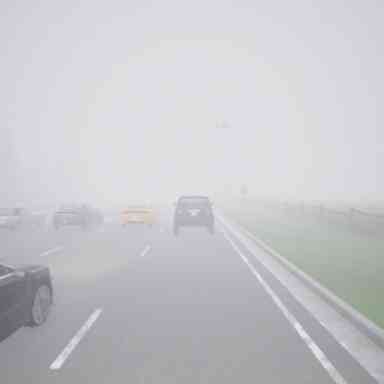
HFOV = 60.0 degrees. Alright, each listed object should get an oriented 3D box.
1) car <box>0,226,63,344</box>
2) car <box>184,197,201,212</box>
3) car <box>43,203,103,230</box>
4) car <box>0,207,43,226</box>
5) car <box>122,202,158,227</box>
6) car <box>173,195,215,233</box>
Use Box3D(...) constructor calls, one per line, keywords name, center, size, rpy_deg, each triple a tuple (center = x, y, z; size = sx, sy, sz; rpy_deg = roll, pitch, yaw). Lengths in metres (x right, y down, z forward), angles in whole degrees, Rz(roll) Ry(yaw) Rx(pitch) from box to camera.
Box3D(name="car", center=(-3.400, 1.480, 4.072), size=(2.128, 1.511, 4.902), rpy_deg=(0, 0, 0))
Box3D(name="car", center=(0.092, 1.404, 38.204), size=(1.837, 1.490, 4.892), rpy_deg=(0, 0, 0))
Box3D(name="car", center=(-6.904, 1.437, 20.550), size=(2.128, 1.511, 4.902), rpy_deg=(0, 0, 0))
Box3D(name="car", center=(-10.404, 1.549, 19.513), size=(1.895, 1.301, 4.718), rpy_deg=(0, 0, 0))
Box3D(name="car", center=(-3.403, 1.418, 22.353), size=(1.882, 1.535, 5.008), rpy_deg=(0, 0, 0))
Box3D(name="car", center=(0.097, 1.170, 19.225), size=(2.150, 2.045, 5.566), rpy_deg=(0, 0, 0))
